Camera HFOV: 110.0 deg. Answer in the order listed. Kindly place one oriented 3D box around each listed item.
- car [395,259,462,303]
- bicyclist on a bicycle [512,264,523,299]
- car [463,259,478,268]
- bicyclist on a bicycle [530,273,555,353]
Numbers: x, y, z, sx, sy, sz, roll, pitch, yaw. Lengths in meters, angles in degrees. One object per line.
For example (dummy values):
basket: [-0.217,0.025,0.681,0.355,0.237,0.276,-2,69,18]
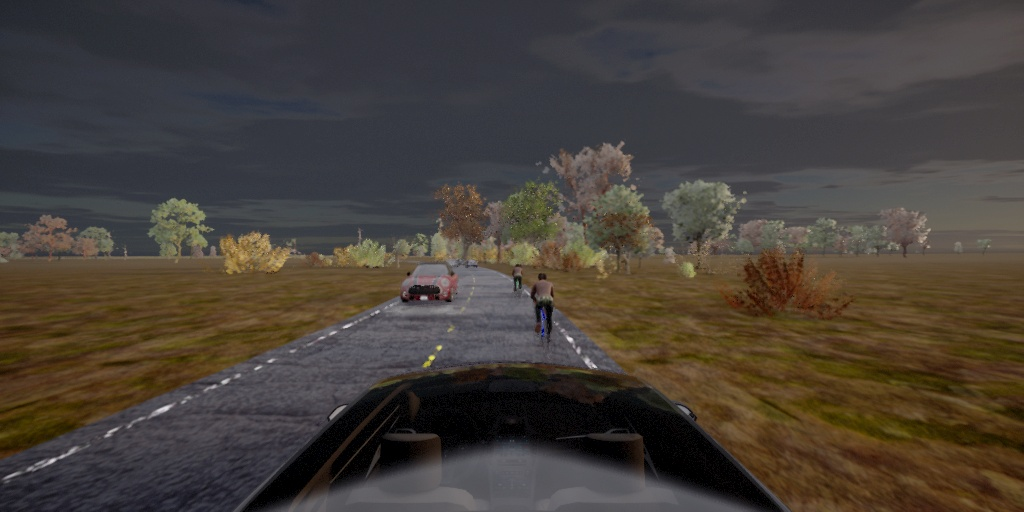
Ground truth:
car: [-3.659,1.094,16.581,2.097,1.767,4.553,0,0,-4]
bicyclist on a bicycle: [0.273,1.194,16.950,0.582,1.620,1.656,0,0,-3]
car: [-7.000,1.283,61.248,2.033,1.411,5.357,0,0,-13]
bicyclist on a bicycle: [0.684,1.199,7.868,0.582,1.620,1.656,0,0,-2]
